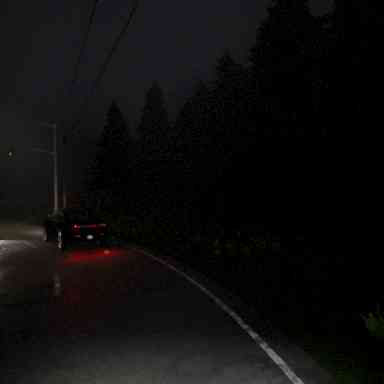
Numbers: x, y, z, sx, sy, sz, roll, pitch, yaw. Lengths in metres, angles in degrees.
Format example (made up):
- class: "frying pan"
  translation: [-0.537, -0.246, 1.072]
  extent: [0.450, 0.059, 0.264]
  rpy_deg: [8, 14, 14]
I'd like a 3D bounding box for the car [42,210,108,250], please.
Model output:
- class: "car"
  translation: [-5.324, 1.546, 14.871]
  extent: [2.128, 1.511, 4.902]
  rpy_deg: [0, 0, -35]
